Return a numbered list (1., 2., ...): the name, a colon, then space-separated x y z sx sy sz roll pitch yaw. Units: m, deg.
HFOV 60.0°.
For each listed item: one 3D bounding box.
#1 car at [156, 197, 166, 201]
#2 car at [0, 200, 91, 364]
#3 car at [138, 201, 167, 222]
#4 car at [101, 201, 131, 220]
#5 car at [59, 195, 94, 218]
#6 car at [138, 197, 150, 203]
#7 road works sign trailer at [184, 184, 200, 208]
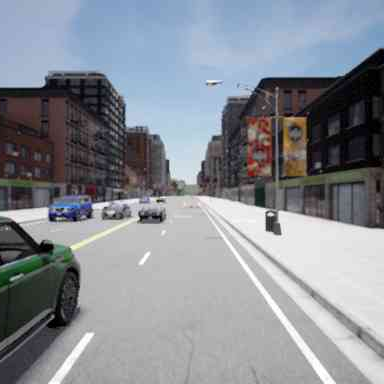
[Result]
1. car: -6.488 1.784 69.777 1.895 1.301 4.718 0 0 0
2. car: -3.146 1.232 3.893 2.150 2.045 5.566 0 0 0
3. car: -3.142 1.682 27.346 1.895 1.301 4.718 0 0 0
4. car: -6.590 1.579 29.288 2.128 1.511 4.902 0 0 0
5. car: -9.846 1.303 27.479 2.150 2.045 5.566 0 0 1
6. car: -9.738 1.701 68.180 1.882 1.535 5.008 0 0 0
7. road works sign trailer: 0.009 0.623 49.925 2.380 3.560 2.880 0 0 0
